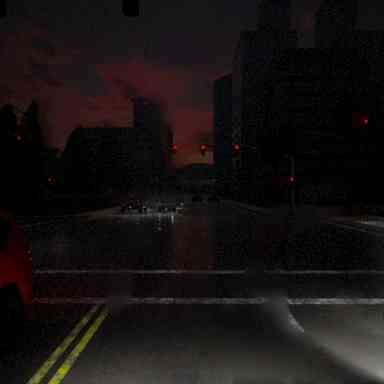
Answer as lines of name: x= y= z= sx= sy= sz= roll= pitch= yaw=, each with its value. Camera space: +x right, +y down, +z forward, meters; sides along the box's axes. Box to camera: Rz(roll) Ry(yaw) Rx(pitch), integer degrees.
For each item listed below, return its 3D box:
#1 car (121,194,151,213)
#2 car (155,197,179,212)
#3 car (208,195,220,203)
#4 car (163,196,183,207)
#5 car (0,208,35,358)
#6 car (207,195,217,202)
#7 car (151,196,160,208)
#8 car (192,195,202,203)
car: x=-6.370 y=1.221 z=37.133 sx=2.150 sy=2.045 sz=5.566 roll=0 pitch=0 yaw=1
car: x=-2.850 y=1.601 z=39.242 sx=1.895 sy=1.301 sz=4.718 roll=0 pitch=0 yaw=1
car: x=4.618 y=1.547 z=67.363 sx=2.033 sy=1.411 sz=5.357 roll=0 pitch=0 yaw=1
car: x=-2.761 y=1.563 z=48.383 sx=1.994 sy=1.385 sz=4.181 roll=0 pitch=0 yaw=1
car: x=-3.598 y=1.221 z=3.056 sx=2.150 sy=2.045 sz=5.566 roll=0 pitch=0 yaw=1
car: x=4.606 y=1.478 z=77.185 sx=1.882 sy=1.535 sz=5.008 roll=0 pitch=0 yaw=1
car: x=-6.275 y=1.491 z=47.014 sx=2.128 sy=1.511 sz=4.902 roll=0 pitch=0 yaw=1
car: x=1.015 y=1.352 z=67.479 sx=2.097 sy=1.767 sz=4.553 roll=0 pitch=0 yaw=1
